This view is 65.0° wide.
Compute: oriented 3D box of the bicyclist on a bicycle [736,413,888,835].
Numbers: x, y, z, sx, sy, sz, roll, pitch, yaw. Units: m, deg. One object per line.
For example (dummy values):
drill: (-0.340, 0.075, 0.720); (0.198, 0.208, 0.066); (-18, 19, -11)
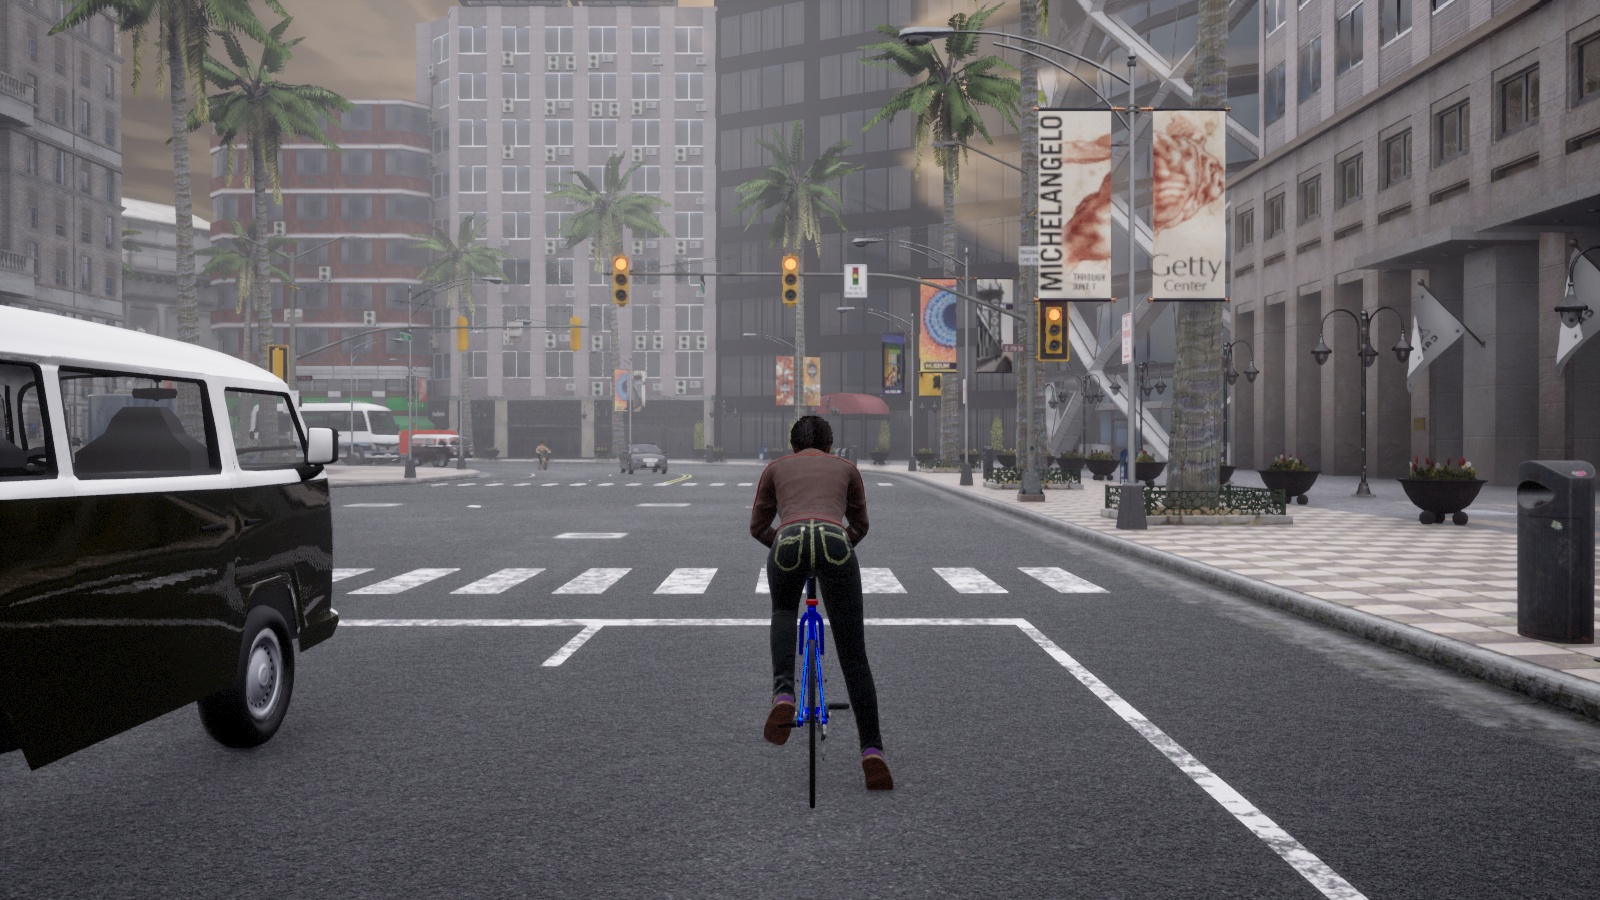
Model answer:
bicyclist on a bicycle: (0.052, 0.667, 5.656); (0.582, 1.620, 1.656); (0, 0, 0)

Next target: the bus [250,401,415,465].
bus: (-32.080, -1.143, 86.279); (10.273, 4.253, 3.944); (0, 0, 16)

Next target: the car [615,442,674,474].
car: (-7.556, 0.355, 60.567); (2.128, 1.511, 4.902); (0, 0, -15)

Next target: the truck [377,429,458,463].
truck: (-28.066, -0.283, 92.208); (5.204, 2.467, 2.627); (0, 0, 23)

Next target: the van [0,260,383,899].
van: (-3.447, 0.439, 5.000); (2.069, 2.038, 4.480); (0, 0, 0)

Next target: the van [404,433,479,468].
van: (-21.927, 0.019, 76.726); (4.480, 2.038, 2.069); (0, 0, 36)
